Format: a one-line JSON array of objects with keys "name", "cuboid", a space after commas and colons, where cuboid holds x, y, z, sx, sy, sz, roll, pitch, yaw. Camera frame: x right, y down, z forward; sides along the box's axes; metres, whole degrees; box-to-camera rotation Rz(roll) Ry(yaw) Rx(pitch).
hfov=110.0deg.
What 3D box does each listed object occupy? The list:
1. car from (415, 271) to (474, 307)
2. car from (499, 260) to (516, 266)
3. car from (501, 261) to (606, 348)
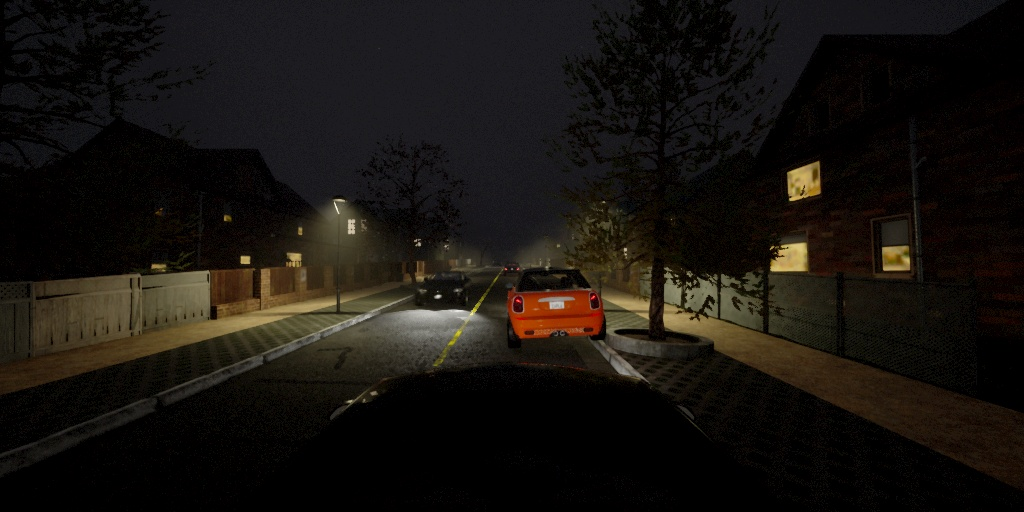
[{"name": "car", "cuboid": [-2.772, 1.332, 15.463, 1.994, 1.385, 4.181, 0, 0, 0]}, {"name": "car", "cuboid": [0.018, 1.359, 38.211, 2.033, 1.411, 5.357, 0, 0, 0]}, {"name": "car", "cuboid": [0.910, 1.060, 9.434, 2.097, 1.767, 4.553, -3, -1, 0]}]
